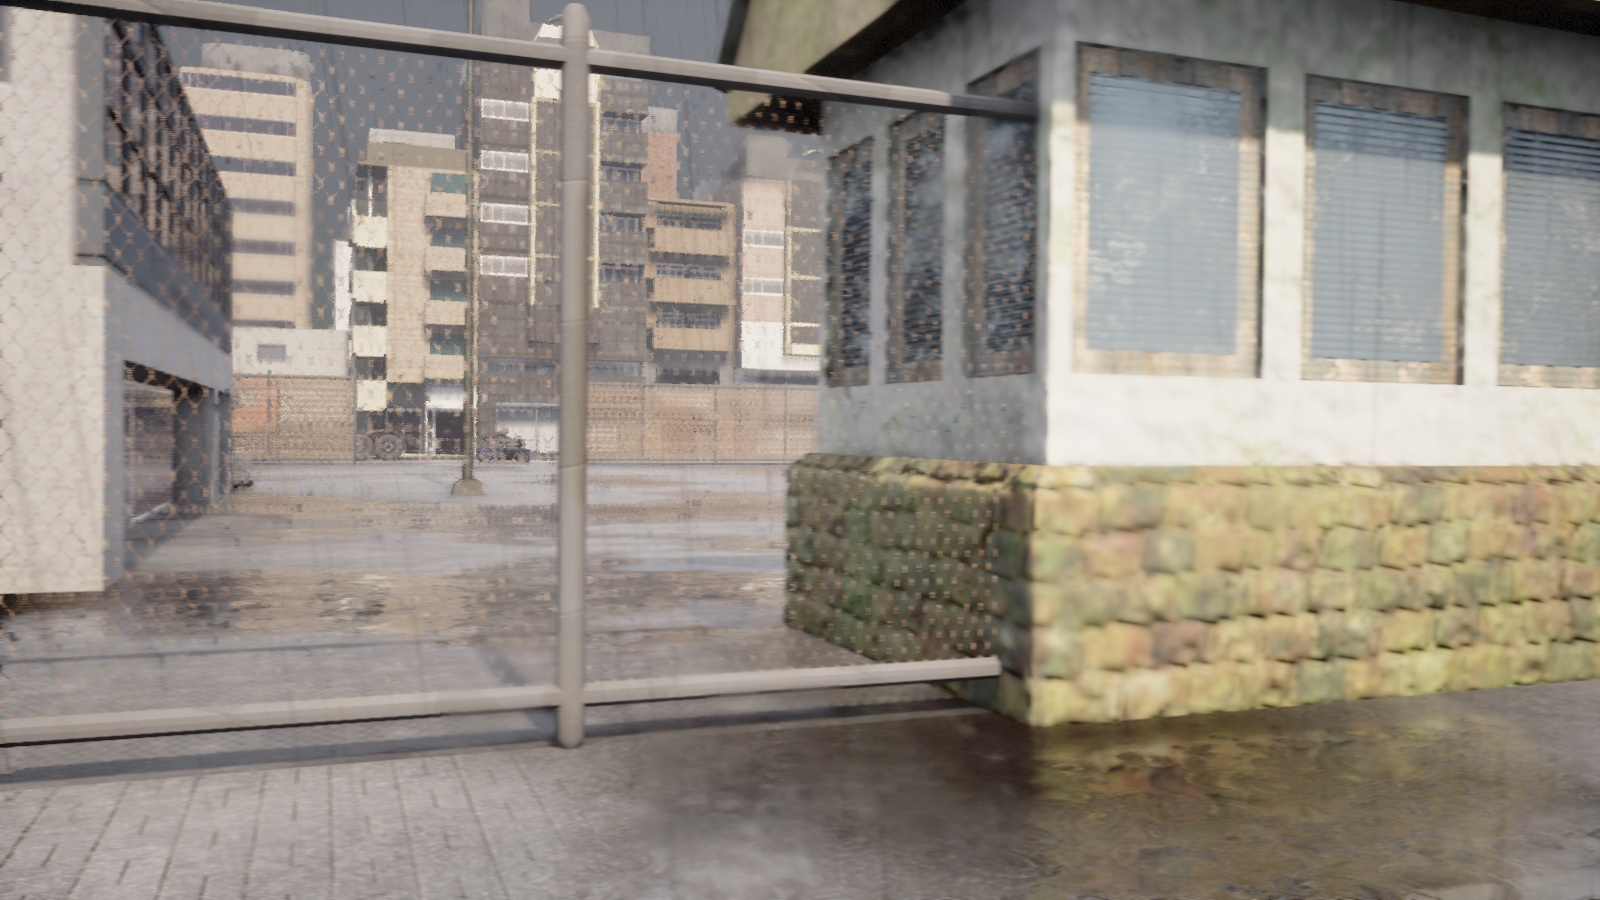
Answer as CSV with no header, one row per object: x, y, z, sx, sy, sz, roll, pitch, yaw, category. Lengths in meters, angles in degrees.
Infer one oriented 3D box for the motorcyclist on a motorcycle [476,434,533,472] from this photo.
-12.265,0.118,52.130,2.191,1.530,0.866,-1,1,-21,motorcyclist on a motorcycle

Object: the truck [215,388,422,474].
-20.333,-0.832,53.325,7.936,3.462,2.891,-1,1,-21,truck
